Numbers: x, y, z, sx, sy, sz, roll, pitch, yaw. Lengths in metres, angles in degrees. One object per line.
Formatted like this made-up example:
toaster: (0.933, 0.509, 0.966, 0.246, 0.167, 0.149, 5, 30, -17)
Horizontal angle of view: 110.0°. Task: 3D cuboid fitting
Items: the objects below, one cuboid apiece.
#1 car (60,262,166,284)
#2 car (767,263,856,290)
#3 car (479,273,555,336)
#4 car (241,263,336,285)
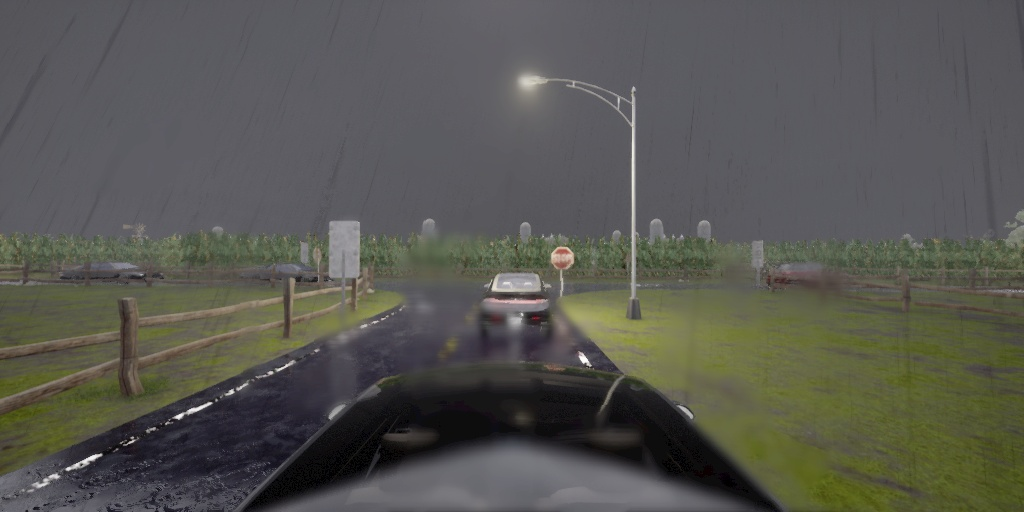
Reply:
car: (-26.106, 1.102, 23.516, 5.357, 1.411, 2.033, 0, -1, 1)
car: (19.277, 1.241, 23.168, 4.553, 1.767, 2.097, 0, -1, 1)
car: (0.161, 1.242, 10.386, 2.128, 1.511, 4.902, 0, 0, 2)
car: (-14.522, 1.179, 23.426, 5.357, 1.411, 2.033, 0, -1, 1)
